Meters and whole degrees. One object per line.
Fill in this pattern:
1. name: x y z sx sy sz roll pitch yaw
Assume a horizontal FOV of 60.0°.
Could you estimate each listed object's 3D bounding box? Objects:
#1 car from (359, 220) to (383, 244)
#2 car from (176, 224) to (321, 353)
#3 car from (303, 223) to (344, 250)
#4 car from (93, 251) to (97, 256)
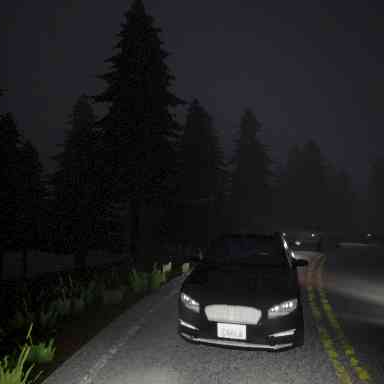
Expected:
1. car: 15.806 3.222 26.444 5.566 2.045 2.150 8 -8 -28
2. car: 1.131 1.561 6.594 2.128 1.511 4.902 -1 -2 15
3. car: 6.480 2.306 17.670 1.895 1.301 4.718 -3 -6 39
4. car: -20.285 13.650 72.956 4.181 1.381 1.994 -2 -5 31
